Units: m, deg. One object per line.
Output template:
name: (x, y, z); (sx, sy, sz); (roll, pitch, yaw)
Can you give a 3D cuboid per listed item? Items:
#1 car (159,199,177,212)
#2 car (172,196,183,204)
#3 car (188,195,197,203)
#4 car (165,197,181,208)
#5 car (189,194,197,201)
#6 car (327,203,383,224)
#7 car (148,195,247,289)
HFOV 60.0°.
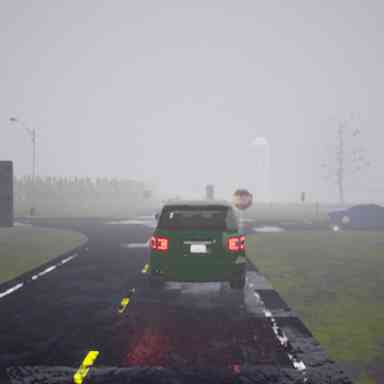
car: (-2.731, 1.553, 38.874); (1.895, 1.301, 4.718); (0, 0, -1)
car: (-2.627, 1.470, 62.475); (1.812, 1.442, 4.674); (0, 0, 1)
car: (0.165, 1.465, 70.201); (1.812, 1.442, 4.674); (0, 0, 0)
car: (-2.709, 1.510, 48.831); (1.994, 1.385, 4.181); (0, 0, 1)
car: (0.184, 1.353, 80.204); (1.882, 1.535, 5.008); (0, 0, 0)
car: (12.930, 1.625, 25.380); (5.008, 1.535, 1.882); (1, 1, 0)
car: (0.108, 1.205, 9.219); (2.150, 2.045, 5.566); (0, 0, 0)
